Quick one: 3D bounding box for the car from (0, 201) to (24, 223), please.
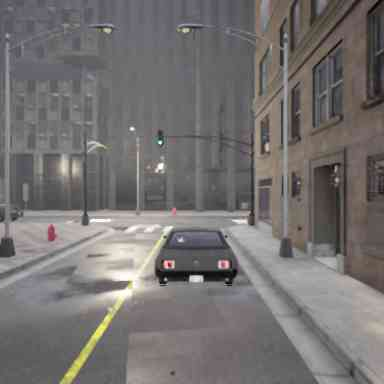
[{"bbox_3d":[-15.898,1.301,25.296,5.566,2.045,2.150,0,0,0],"label":"car"}]

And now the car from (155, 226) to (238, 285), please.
[{"bbox_3d":[0.100,1.639,9.576,1.895,1.301,4.718,0,0,0],"label":"car"}]
